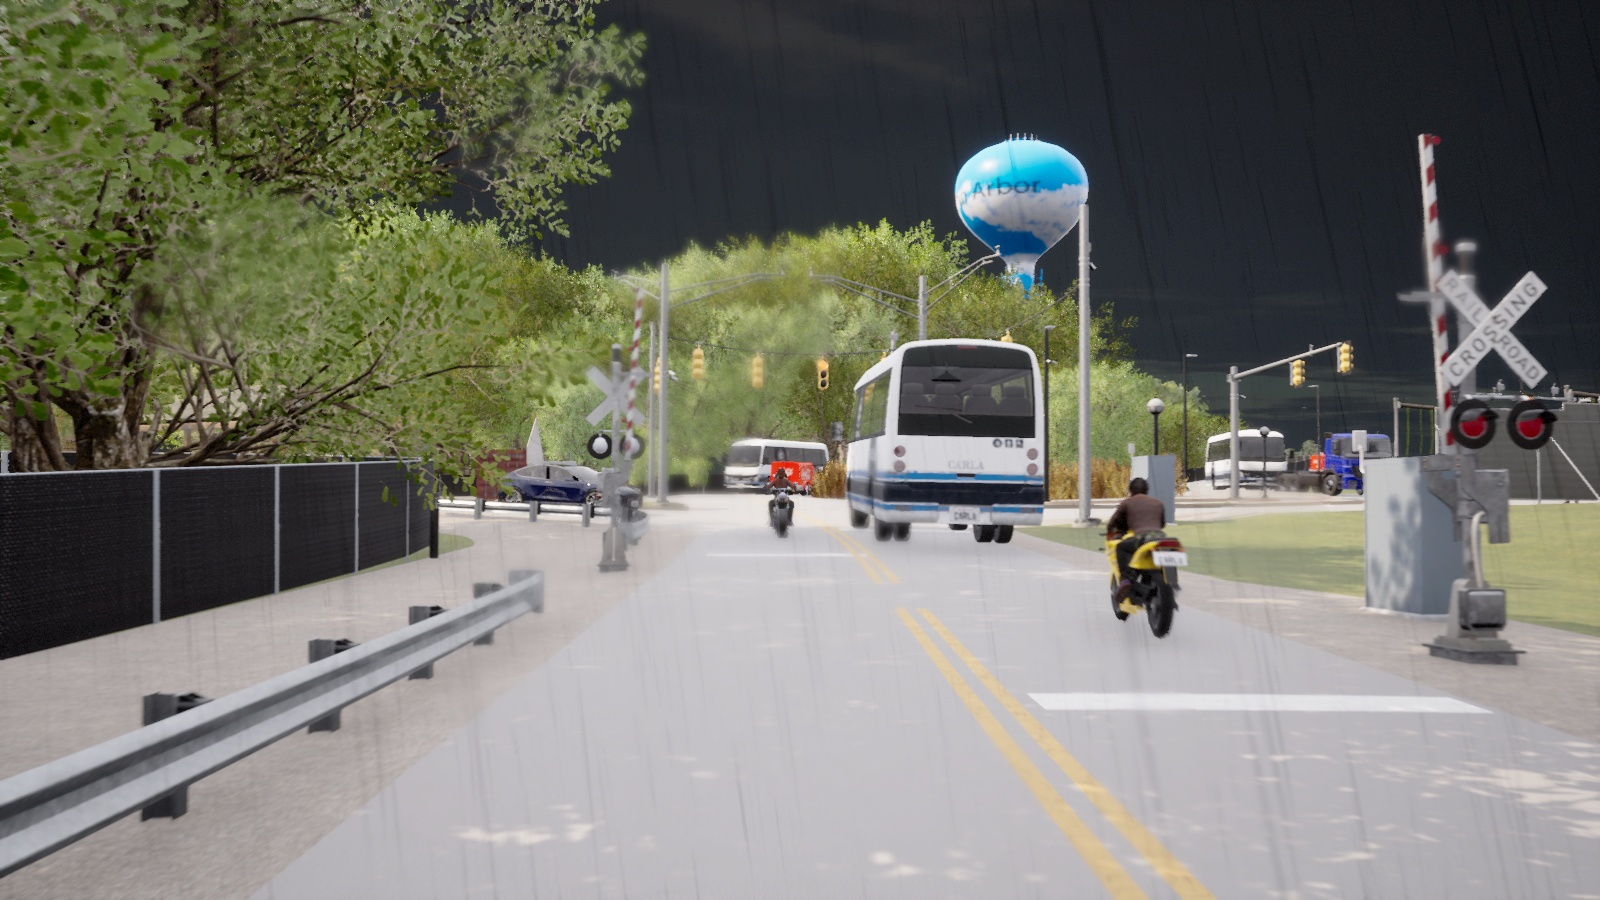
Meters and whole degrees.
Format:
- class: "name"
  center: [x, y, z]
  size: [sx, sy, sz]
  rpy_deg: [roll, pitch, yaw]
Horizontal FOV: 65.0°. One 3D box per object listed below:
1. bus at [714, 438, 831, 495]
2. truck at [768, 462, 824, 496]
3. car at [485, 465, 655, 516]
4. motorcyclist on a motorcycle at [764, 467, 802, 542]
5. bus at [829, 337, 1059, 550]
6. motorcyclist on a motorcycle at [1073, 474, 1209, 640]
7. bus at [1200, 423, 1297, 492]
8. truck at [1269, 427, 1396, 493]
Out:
- class: "bus"
  center: [-2.003, 1.387, 97.597]
  size: [3.944, 4.253, 10.273]
  rpy_deg: [-1, -2, 33]
- class: "truck"
  center: [-0.240, 2.142, 92.841]
  size: [2.627, 2.467, 5.204]
  rpy_deg: [0, -1, 19]
- class: "car"
  center: [-7.146, 1.239, 38.993]
  size: [4.792, 1.488, 2.163]
  rpy_deg: [0, -2, 26]
- class: "motorcyclist on a motorcycle"
  center: [-0.423, 1.233, 29.292]
  size: [0.766, 1.649, 2.350]
  rpy_deg: [0, -1, -4]
- class: "bus"
  center: [3.044, -0.066, 30.560]
  size: [3.944, 4.253, 10.273]
  rpy_deg: [1, -1, -3]
- class: "motorcyclist on a motorcycle"
  center: [3.374, 1.009, 12.612]
  size: [0.797, 1.523, 2.044]
  rpy_deg: [1, -1, 0]
- class: "bus"
  center: [30.099, 0.628, 84.920]
  size: [3.944, 4.253, 10.273]
  rpy_deg: [0, -2, 7]
- class: "truck"
  center: [29.577, 0.562, 70.187]
  size: [2.891, 3.462, 7.936]
  rpy_deg: [0, -1, -7]
